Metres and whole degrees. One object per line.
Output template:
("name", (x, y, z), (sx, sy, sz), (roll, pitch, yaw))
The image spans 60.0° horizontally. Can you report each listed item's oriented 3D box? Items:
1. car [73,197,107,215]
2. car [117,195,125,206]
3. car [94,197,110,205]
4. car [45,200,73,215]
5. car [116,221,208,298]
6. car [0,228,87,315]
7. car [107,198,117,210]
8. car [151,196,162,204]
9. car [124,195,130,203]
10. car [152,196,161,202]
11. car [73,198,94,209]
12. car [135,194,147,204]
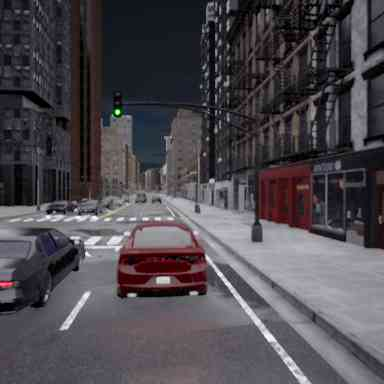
("car", (-10.174, 1.511, 33.534), (1.837, 1.490, 4.892), (0, 0, -6))
("car", (-12.374, 1.616, 53.793), (1.895, 1.301, 4.718), (0, 0, -6))
("car", (-16.337, 1.566, 60.492), (2.033, 1.411, 5.357), (0, 0, -6))
("car", (-13.576, 1.554, 34.749), (2.033, 1.411, 5.357), (0, 0, -6))
("car", (-0.779, 1.477, 8.618), (1.882, 1.535, 5.008), (0, 0, -6))
("car", (-3.887, 1.546, 7.735), (2.033, 1.411, 5.357), (0, 0, -6))
("car", (-11.197, 1.514, 42.919), (1.837, 1.490, 4.892), (0, 0, -6))
("car", (-6.884, 1.525, 65.124), (1.837, 1.490, 4.892), (0, 0, -6))
("car", (-13.830, 1.373, 67.945), (2.097, 1.767, 4.553), (0, 0, -6))
("car", (-8.109, 1.563, 75.431), (2.033, 1.411, 5.357), (0, 0, -6))
("car", (-14.721, 1.537, 45.391), (1.812, 1.442, 4.674), (0, 0, -7))
("car", (-10.239, 1.621, 65.911), (1.895, 1.301, 4.718), (0, 0, -6))
